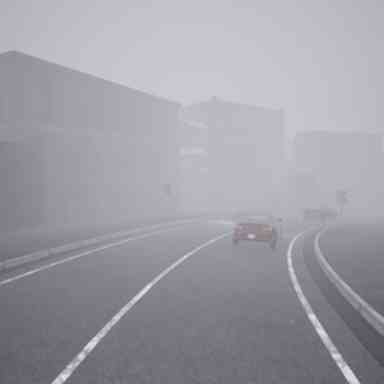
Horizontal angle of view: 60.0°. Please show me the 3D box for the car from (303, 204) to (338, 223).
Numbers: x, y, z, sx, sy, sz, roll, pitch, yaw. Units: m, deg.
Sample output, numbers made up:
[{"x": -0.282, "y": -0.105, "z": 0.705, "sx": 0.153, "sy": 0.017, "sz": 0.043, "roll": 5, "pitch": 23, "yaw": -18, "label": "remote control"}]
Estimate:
[{"x": 11.978, "y": 1.912, "z": 30.815, "sx": 1.882, "sy": 1.535, "sz": 5.008, "roll": 4, "pitch": 1, "yaw": 40, "label": "car"}]

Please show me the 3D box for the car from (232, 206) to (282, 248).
[{"x": 3.179, "y": 1.643, "z": 15.683, "sx": 1.812, "sy": 1.442, "sz": 4.674, "roll": 2, "pitch": 0, "yaw": 19, "label": "car"}]

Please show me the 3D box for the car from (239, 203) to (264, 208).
[{"x": 4.990, "y": 1.640, "z": 27.560, "sx": 1.812, "sy": 1.442, "sz": 4.674, "roll": 3, "pitch": 1, "yaw": 33, "label": "car"}]
